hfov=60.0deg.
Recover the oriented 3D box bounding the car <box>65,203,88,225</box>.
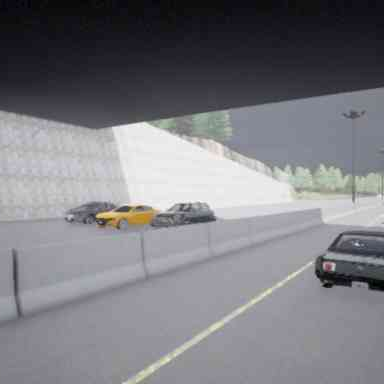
[{"bbox_3d":[-6.607,1.502,23.601,2.128,1.511,4.902,0,0,34],"label":"car"}]

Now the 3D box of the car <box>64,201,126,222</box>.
[{"bbox_3d":[-7.996,1.516,27.810,1.837,1.490,4.892,0,0,34],"label":"car"}]

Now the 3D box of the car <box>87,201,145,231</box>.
[{"bbox_3d":[-3.904,1.502,21.349,1.882,1.535,5.008,0,0,34],"label":"car"}]

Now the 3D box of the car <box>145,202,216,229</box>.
[{"bbox_3d":[-0.416,1.400,20.261,2.097,1.767,4.553,0,0,34],"label":"car"}]

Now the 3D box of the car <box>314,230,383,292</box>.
[{"bbox_3d":[4.715,1.659,8.716,1.895,1.301,4.718,0,0,34],"label":"car"}]
